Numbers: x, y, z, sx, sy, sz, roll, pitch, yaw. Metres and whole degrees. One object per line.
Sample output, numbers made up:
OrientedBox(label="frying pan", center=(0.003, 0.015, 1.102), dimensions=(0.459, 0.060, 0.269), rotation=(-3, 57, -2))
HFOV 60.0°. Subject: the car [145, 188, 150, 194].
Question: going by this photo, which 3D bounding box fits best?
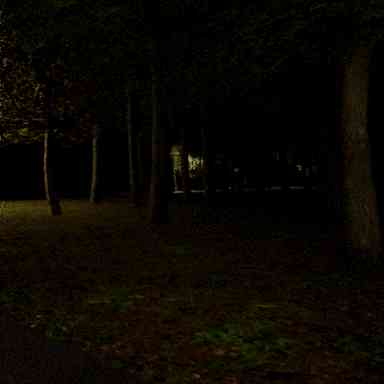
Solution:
OrientedBox(label="car", center=(-9.477, -0.554, 81.949), dimensions=(2.097, 1.767, 4.553), rotation=(-2, 1, 34))
